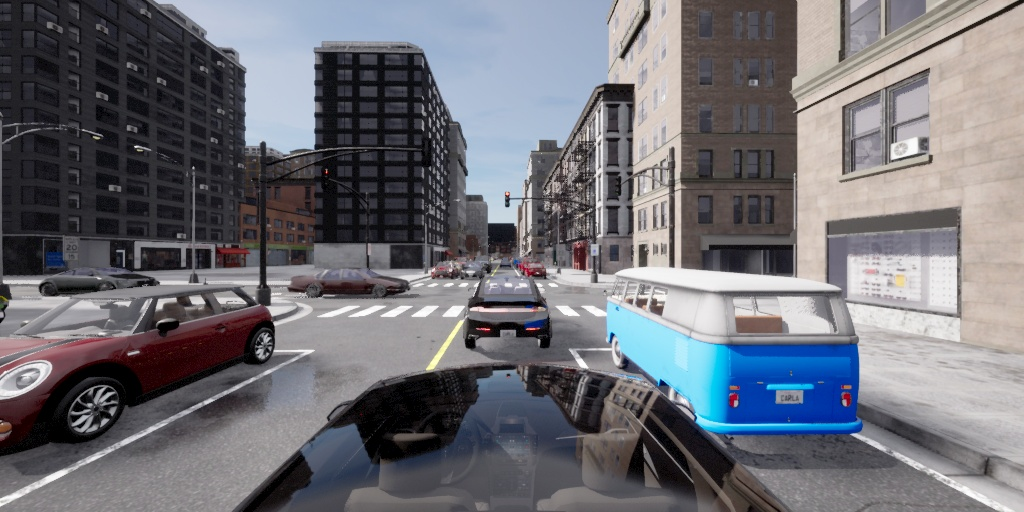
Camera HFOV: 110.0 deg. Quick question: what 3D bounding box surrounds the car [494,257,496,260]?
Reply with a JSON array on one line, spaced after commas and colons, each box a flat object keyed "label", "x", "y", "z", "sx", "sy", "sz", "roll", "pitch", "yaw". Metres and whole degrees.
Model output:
[{"label": "car", "x": -3.776, "y": 1.296, "z": 52.170, "sx": 2.033, "sy": 1.411, "sz": 5.357, "roll": 0, "pitch": 0, "yaw": -1}]

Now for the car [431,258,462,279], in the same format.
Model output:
[{"label": "car", "x": -5.943, "y": 1.190, "z": 31.957, "sx": 1.967, "sy": 1.591, "sz": 4.097, "roll": 0, "pitch": 0, "yaw": -1}]

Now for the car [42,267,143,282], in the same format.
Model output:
[{"label": "car", "x": -19.447, "y": 1.217, "z": 17.052, "sx": 4.181, "sy": 1.385, "sz": 1.994, "roll": 0, "pitch": 0, "yaw": -1}]

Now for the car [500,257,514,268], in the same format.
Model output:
[{"label": "car", "x": -1.124, "y": 1.309, "z": 62.268, "sx": 1.994, "sy": 1.385, "sz": 4.181, "roll": 0, "pitch": 0, "yaw": -1}]

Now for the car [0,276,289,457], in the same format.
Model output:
[{"label": "car", "x": -5.439, "y": 1.190, "z": 5.082, "sx": 1.967, "sy": 1.591, "sz": 4.097, "roll": 0, "pitch": 0, "yaw": -1}]

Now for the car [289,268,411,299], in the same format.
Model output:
[{"label": "car", "x": -7.742, "y": 1.266, "z": 17.289, "sx": 5.357, "sy": 1.411, "sz": 2.033, "roll": 0, "pitch": 0, "yaw": -1}]

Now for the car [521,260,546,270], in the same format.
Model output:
[{"label": "car", "x": 2.081, "y": 1.295, "z": 32.108, "sx": 1.888, "sy": 1.381, "sz": 4.507, "roll": 0, "pitch": 0, "yaw": -1}]

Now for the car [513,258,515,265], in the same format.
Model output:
[{"label": "car", "x": 1.573, "y": 1.312, "z": 59.151, "sx": 1.948, "sy": 1.339, "sz": 4.313, "roll": 0, "pitch": 0, "yaw": -1}]

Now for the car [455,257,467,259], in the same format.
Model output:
[{"label": "car", "x": -6.146, "y": 1.065, "z": 42.774, "sx": 2.192, "sy": 1.841, "sz": 5.009, "roll": 0, "pitch": 0, "yaw": -1}]

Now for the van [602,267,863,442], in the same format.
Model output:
[{"label": "van", "x": 2.585, "y": 1.091, "z": 5.233, "sx": 1.690, "sy": 1.789, "sz": 3.998, "roll": 0, "pitch": 0, "yaw": -1}]

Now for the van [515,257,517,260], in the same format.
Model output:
[{"label": "van", "x": 1.674, "y": 1.089, "z": 53.743, "sx": 1.690, "sy": 1.789, "sz": 3.998, "roll": 0, "pitch": 0, "yaw": -1}]

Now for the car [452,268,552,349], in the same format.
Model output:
[{"label": "car", "x": -0.125, "y": 1.242, "z": 9.167, "sx": 2.128, "sy": 1.511, "sz": 4.902, "roll": 0, "pitch": 0, "yaw": -1}]

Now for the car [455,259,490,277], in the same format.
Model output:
[{"label": "car", "x": -3.392, "y": 1.242, "z": 31.606, "sx": 2.128, "sy": 1.511, "sz": 4.902, "roll": 0, "pitch": 0, "yaw": -1}]

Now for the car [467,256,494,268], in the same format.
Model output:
[{"label": "car", "x": -3.581, "y": 0.971, "z": 41.768, "sx": 2.150, "sy": 2.045, "sz": 5.566, "roll": 0, "pitch": 0, "yaw": 0}]

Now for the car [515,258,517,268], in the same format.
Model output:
[{"label": "car", "x": 1.776, "y": 1.294, "z": 48.334, "sx": 1.888, "sy": 1.381, "sz": 4.507, "roll": 0, "pitch": 0, "yaw": -1}]

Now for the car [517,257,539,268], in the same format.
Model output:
[{"label": "car", "x": 1.979, "y": 1.065, "z": 37.516, "sx": 2.192, "sy": 1.841, "sz": 5.009, "roll": 0, "pitch": 0, "yaw": -1}]
